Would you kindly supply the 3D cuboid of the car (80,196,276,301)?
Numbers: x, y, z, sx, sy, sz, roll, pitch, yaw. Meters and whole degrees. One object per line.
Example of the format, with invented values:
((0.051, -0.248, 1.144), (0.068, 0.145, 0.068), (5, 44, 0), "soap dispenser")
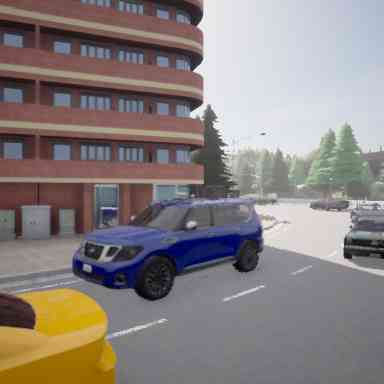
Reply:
((-0.228, 1.222, 8.841), (2.150, 2.045, 5.566), (0, 0, 44), "car")

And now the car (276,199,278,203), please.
((13.576, 1.547, 61.250), (2.033, 1.411, 5.357), (0, 0, -20), "car")

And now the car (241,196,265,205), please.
((10.765, 1.505, 58.969), (1.837, 1.490, 4.892), (0, 0, -20), "car")

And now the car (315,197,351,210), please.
((19.003, 1.478, 45.038), (1.882, 1.535, 5.008), (0, 0, -14), "car")

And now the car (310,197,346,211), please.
((16.582, 1.547, 40.871), (2.033, 1.411, 5.357), (0, 0, -10), "car")

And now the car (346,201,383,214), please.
((12.269, 1.564, 22.978), (1.994, 1.385, 4.181), (0, 0, 16), "car")

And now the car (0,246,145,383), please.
((-2.989, 1.477, 2.073), (5.008, 1.535, 1.882), (0, 0, -37), "car")

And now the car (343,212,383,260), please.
((6.678, 1.601, 11.866), (1.895, 1.301, 4.718), (0, 0, 32), "car")
